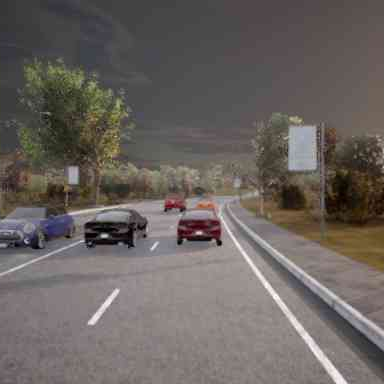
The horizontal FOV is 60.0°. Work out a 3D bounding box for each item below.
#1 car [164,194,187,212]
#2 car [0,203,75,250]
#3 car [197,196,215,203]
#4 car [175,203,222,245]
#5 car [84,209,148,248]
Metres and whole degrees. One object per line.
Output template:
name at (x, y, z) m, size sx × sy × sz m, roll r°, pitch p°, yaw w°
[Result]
car at (-1.867, 1.220, 38.956) m, size 2.150 × 2.045 × 5.566 m, roll 0°, pitch 0°, yaw 5°
car at (-6.801, 1.341, 14.310) m, size 2.097 × 1.767 × 4.553 m, roll 0°, pitch 0°, yaw 2°
car at (1.602, 1.357, 38.135) m, size 2.097 × 1.767 × 4.553 m, roll 0°, pitch 0°, yaw 4°
car at (0.368, 1.479, 15.724) m, size 1.882 × 1.535 × 5.008 m, roll 0°, pitch 0°, yaw 2°
car at (-3.164, 1.474, 14.773) m, size 1.882 × 1.535 × 5.008 m, roll 0°, pitch 0°, yaw 2°
